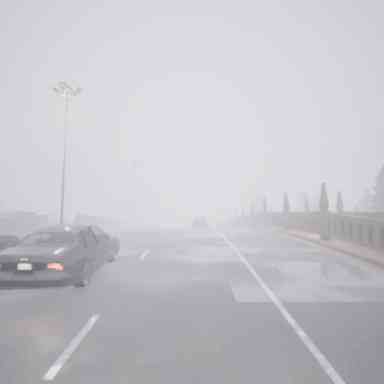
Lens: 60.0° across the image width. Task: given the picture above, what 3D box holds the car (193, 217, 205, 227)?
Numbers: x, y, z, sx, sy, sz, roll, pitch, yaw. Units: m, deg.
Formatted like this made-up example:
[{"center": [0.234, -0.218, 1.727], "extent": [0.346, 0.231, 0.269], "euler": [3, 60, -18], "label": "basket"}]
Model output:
[{"center": [1.052, 4.921, 53.396], "extent": [1.882, 1.535, 5.008], "euler": [0, -6, 0], "label": "car"}]

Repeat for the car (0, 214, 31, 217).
[{"center": [-6.900, 1.585, 9.310], "extent": [2.033, 1.411, 5.357], "euler": [0, 0, 0], "label": "car"}]

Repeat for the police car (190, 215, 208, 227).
[{"center": [1.051, 3.800, 43.569], "extent": [1.930, 1.638, 5.238], "euler": [0, -6, 0], "label": "police car"}]

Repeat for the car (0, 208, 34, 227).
[{"center": [-17.594, 2.555, 32.539], "extent": [2.097, 1.767, 4.553], "euler": [0, -5, 0], "label": "car"}]

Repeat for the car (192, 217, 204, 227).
[{"center": [1.051, 5.440, 59.345], "extent": [2.097, 1.767, 4.553], "euler": [0, -6, 0], "label": "car"}]

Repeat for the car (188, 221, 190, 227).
[{"center": [0.059, 7.514, 78.419], "extent": [2.033, 1.411, 5.357], "euler": [-1, -6, 5], "label": "car"}]

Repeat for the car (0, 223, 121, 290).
[{"center": [-3.400, 1.584, 9.263], "extent": [2.033, 1.411, 5.357], "euler": [0, 0, 0], "label": "car"}]

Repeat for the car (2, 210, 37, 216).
[{"center": [-14.098, 2.218, 27.046], "extent": [1.882, 1.535, 5.008], "euler": [0, -4, 0], "label": "car"}]
